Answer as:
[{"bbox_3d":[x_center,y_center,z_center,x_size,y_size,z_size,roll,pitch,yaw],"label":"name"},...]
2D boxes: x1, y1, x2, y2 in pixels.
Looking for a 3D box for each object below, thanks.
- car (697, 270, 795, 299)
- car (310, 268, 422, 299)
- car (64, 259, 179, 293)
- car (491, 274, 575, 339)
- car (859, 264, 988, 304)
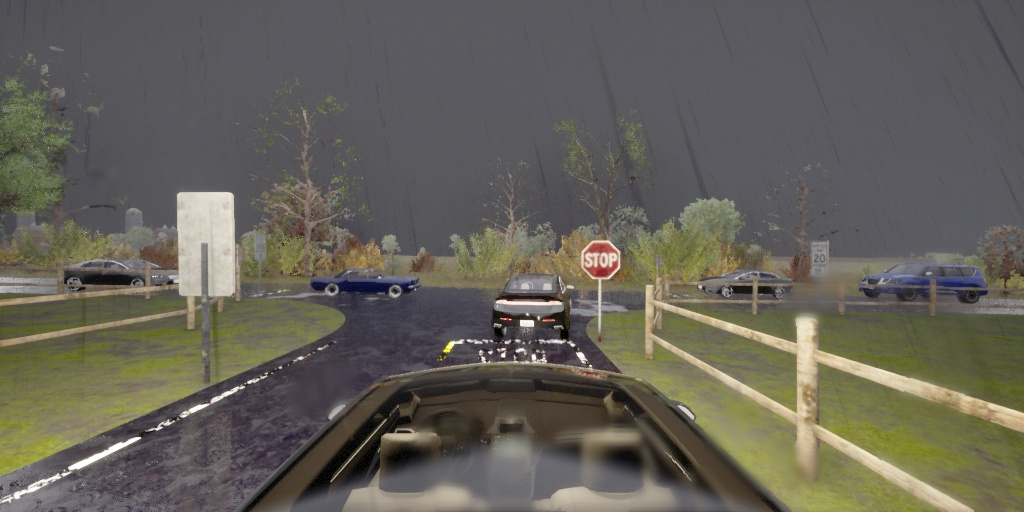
[{"bbox_3d":[13.007,1.526,20.082,4.902,1.511,2.128,1,1,0],"label":"car"},{"bbox_3d":[-6.819,1.249,17.159,4.718,1.301,1.895,1,1,0],"label":"car"},{"bbox_3d":[-18.487,0.885,17.178,4.902,1.511,2.128,1,1,0],"label":"car"},{"bbox_3d":[0.708,1.240,10.126,2.128,1.511,4.902,0,0,9],"label":"car"},{"bbox_3d":[22.903,1.467,20.069,5.566,2.045,2.150,1,1,0],"label":"car"}]
